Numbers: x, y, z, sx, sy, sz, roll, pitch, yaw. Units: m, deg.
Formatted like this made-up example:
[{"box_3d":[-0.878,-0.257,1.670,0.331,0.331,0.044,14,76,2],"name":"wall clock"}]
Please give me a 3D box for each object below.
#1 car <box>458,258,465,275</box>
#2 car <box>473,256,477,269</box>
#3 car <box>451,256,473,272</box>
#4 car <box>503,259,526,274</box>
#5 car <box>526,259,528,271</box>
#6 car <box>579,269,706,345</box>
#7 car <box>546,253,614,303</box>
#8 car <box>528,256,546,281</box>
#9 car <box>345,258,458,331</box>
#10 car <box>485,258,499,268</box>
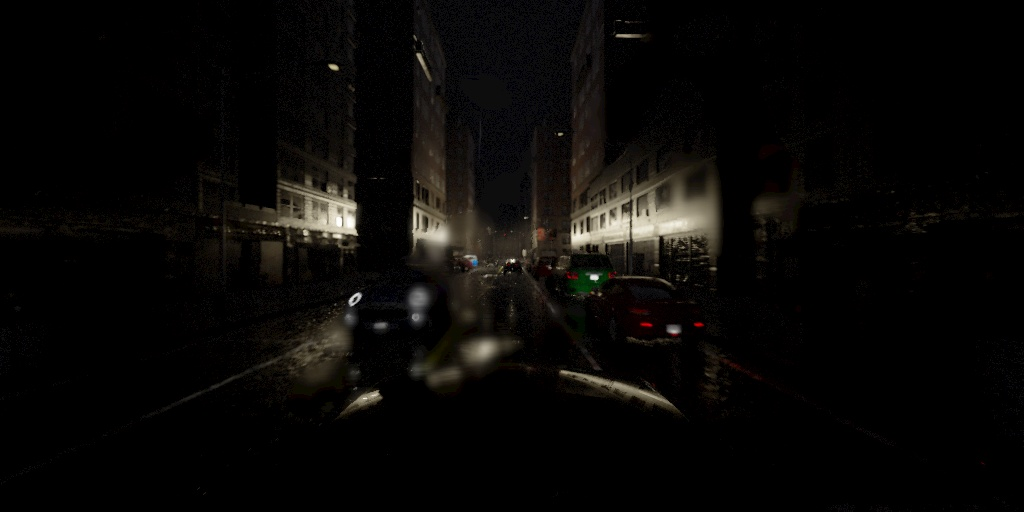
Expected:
[{"box_3d":[-5.859,1.149,33.468,1.948,1.339,4.313,0,0,0],"name":"car"},{"box_3d":[-5.860,1.067,44.640,1.888,1.381,4.507,0,0,0],"name":"car"},{"box_3d":[-5.859,0.867,39.053,2.192,1.841,5.009,0,0,0],"name":"car"},{"box_3d":[0.076,1.051,37.828,2.128,1.511,4.902,0,0,0],"name":"car"},{"box_3d":[2.666,1.133,33.474,2.007,1.370,4.403,0,0,0],"name":"car"},{"box_3d":[3.148,1.237,9.272,1.812,1.442,4.674,0,0,0],"name":"car"},{"box_3d":[3.085,0.896,16.354,2.150,2.045,5.566,0,0,-1],"name":"car"},{"box_3d":[2.666,0.928,27.888,2.192,1.841,5.009,0,0,0],"name":"car"},{"box_3d":[-3.101,1.056,10.759,2.097,1.767,4.553,0,0,0],"name":"car"},{"box_3d":[-3.003,1.032,54.414,1.837,1.490,4.892,0,0,0],"name":"car"}]
